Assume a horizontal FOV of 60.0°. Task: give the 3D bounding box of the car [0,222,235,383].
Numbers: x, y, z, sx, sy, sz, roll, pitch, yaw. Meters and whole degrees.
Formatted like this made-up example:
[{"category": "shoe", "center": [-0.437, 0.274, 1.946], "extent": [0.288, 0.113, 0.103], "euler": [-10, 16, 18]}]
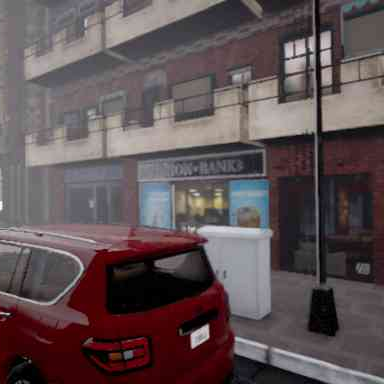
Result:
[{"category": "car", "center": [-1.876, 1.313, 4.235], "extent": [5.009, 1.841, 2.192], "euler": [0, -1, 36]}]
